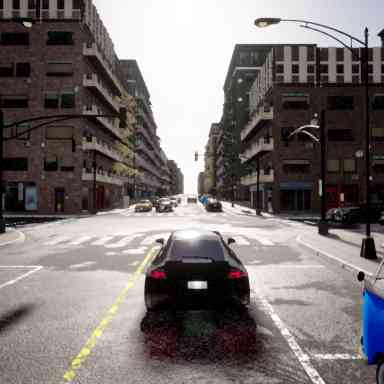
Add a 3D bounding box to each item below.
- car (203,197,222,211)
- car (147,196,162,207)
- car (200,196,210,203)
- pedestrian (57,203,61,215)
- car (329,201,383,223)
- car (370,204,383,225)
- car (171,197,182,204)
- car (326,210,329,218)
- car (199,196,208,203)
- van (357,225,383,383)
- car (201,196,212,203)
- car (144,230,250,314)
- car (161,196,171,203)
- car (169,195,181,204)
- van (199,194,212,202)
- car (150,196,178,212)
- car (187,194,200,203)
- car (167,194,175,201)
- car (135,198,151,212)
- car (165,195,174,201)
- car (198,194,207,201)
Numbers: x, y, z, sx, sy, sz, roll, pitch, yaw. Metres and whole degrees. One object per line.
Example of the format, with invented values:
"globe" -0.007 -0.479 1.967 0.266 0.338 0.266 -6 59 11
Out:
"car" 2.652 1.580 40.062 1.947 1.339 4.313 1 0 0
"car" -5.741 1.459 51.337 1.967 1.590 4.097 1 0 0
"car" 2.616 1.552 68.445 1.752 1.417 4.829 1 0 0
"pedestrian" -12.579 1.597 31.478 0.500 1.100 0.500 0 -1 1
"car" 13.501 1.473 25.672 4.553 1.767 2.097 0 -1 1
"car" 13.513 1.583 19.880 4.313 1.339 1.947 0 -1 1
"car" -3.110 1.627 66.284 1.895 1.301 4.718 0 0 0
"car" 13.606 1.608 28.261 4.097 1.590 1.967 0 -1 1
"car" 2.608 1.612 73.918 1.802 1.307 4.206 1 0 0
"van" 2.671 1.342 2.116 1.690 1.788 3.998 1 0 0
"car" 2.645 1.567 45.705 2.008 1.369 4.403 1 0 0
"car" 0.091 1.566 7.719 1.994 1.385 4.181 0 0 0
"car" -5.771 1.574 73.907 1.887 1.381 4.507 1 0 0
"car" -3.148 1.544 51.647 1.812 1.442 4.674 0 0 0
"van" 2.634 1.362 56.990 1.690 1.788 3.998 1 0 0
"car" -3.181 1.506 38.978 2.128 1.511 4.902 0 0 1
"car" 0.014 1.518 67.764 2.128 1.511 4.902 0 0 0
"car" -5.791 1.480 90.836 1.967 1.590 4.097 1 0 0
"car" -5.727 1.539 39.881 1.752 1.417 4.829 1 0 0
"car" -5.786 1.587 85.192 2.008 1.369 4.403 1 0 0
"car" 2.598 1.351 85.203 2.192 1.841 5.009 1 0 0
